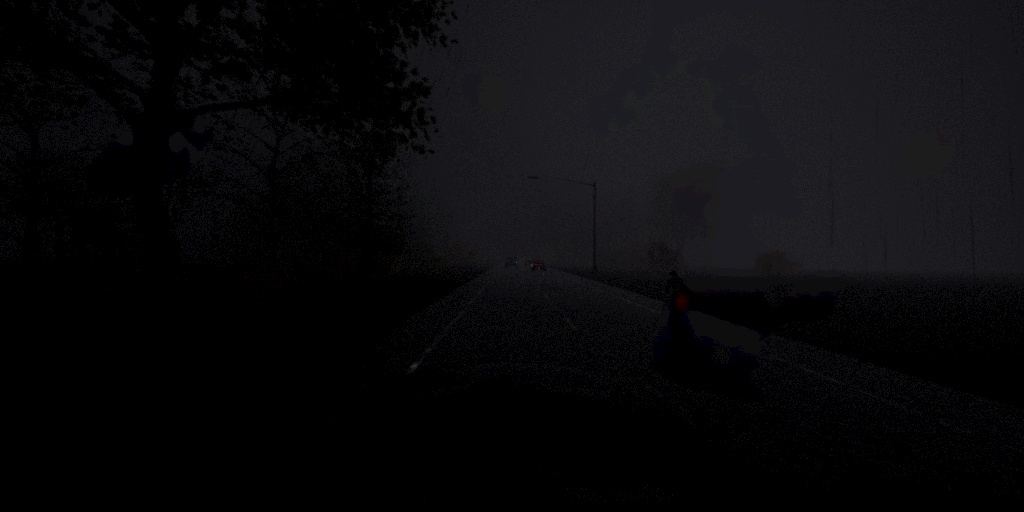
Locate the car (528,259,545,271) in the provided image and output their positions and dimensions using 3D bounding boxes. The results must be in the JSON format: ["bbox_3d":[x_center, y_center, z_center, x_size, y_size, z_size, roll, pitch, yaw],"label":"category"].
[{"bbox_3d":[3.551,1.275,49.517,1.837,1.490,4.892,0,1,0],"label":"car"}]

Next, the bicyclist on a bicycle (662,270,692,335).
[{"bbox_3d":[4.449,1.224,9.715,0.582,1.620,1.656,0,0,0],"label":"bicyclist on a bicycle"}]

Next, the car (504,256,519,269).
[{"bbox_3d":[-0.086,0.973,57.423,2.150,2.045,5.566,0,0,1],"label":"car"}]
